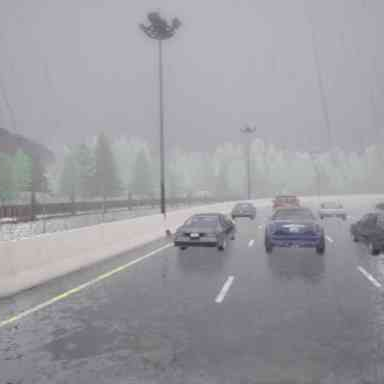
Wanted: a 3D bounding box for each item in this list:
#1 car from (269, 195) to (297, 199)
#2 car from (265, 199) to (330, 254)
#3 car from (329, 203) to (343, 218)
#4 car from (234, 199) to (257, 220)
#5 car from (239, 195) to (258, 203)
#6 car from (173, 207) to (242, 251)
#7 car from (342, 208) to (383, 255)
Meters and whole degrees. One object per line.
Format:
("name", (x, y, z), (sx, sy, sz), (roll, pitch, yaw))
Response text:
("car", (7.960, 1.235, 28.221), (2.150, 2.045, 5.566), (-1, 0, 15))
("car", (4.148, 1.354, 13.782), (2.097, 1.767, 4.553), (-1, -1, 15))
("car", (11.377, 1.552, 27.413), (1.895, 1.301, 4.718), (-1, 0, 15))
("car", (4.576, 1.633, 29.087), (2.033, 1.411, 5.357), (-1, 0, 15))
("car", (12.740, 1.550, 74.762), (2.097, 1.767, 4.553), (-1, 0, 38))
("car", (0.743, 1.619, 14.586), (2.033, 1.411, 5.357), (-1, 0, 15))
("car", (7.509, 1.484, 12.798), (2.033, 1.411, 5.357), (-1, 0, 15))
